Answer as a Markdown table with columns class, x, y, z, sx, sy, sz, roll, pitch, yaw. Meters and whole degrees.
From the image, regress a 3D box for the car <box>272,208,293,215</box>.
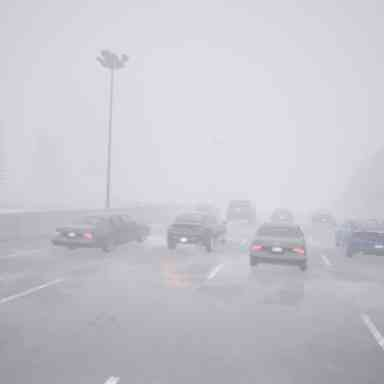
| class | x | y | z | sx | sy | sz | roll | pitch | yaw |
| --- | --- | --- | --- | --- | --- | --- | --- | --- | --- |
| car | 8.336 | 2.183 | 30.752 | 1.994 | 1.385 | 4.181 | 2 | -1 | 16 |

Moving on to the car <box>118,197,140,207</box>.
| class | x | y | z | sx | sy | sz | roll | pitch | yaw |
| --- | --- | --- | --- | --- | --- | --- | --- | --- | --- |
| car | -10.128 | 1.914 | 56.459 | 1.895 | 1.301 | 4.718 | 2 | -1 | 16 |

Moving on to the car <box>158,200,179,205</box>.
| class | x | y | z | sx | sy | sz | roll | pitch | yaw |
| --- | --- | --- | --- | --- | --- | --- | --- | --- | --- |
| car | -3.394 | 2.035 | 54.579 | 1.812 | 1.442 | 4.674 | 2 | -1 | 16 |

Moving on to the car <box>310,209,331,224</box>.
| class | x | y | z | sx | sy | sz | roll | pitch | yaw |
| --- | --- | --- | --- | --- | --- | --- | --- | --- | --- |
| car | 11.843 | 2.254 | 30.298 | 1.812 | 1.442 | 4.674 | 2 | -1 | 16 |

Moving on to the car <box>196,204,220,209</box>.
| class | x | y | z | sx | sy | sz | roll | pitch | yaw |
| --- | --- | --- | --- | --- | --- | --- | --- | --- | --- |
| car | 1.477 | 1.921 | 32.202 | 1.837 | 1.490 | 4.892 | 2 | 0 | 16 |

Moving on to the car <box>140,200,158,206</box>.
| class | x | y | z | sx | sy | sz | roll | pitch | yaw |
| --- | --- | --- | --- | --- | --- | --- | --- | --- | --- |
| car | -6.563 | 1.989 | 56.225 | 1.994 | 1.385 | 4.181 | 2 | -1 | 16 |

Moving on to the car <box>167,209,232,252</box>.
| class | x | y | z | sx | sy | sz | roll | pitch | yaw |
| --- | --- | --- | --- | --- | --- | --- | --- | --- | --- |
| car | 0.358 | 1.683 | 15.027 | 1.837 | 1.490 | 4.892 | 2 | -2 | 16 |

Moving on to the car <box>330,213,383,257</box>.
| class | x | y | z | sx | sy | sz | roll | pitch | yaw |
| --- | --- | --- | --- | --- | --- | --- | --- | --- | --- |
| car | 7.473 | 1.885 | 14.457 | 1.882 | 1.535 | 5.008 | 2 | -1 | 16 |

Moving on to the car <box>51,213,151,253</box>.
| class | x | y | z | sx | sy | sz | roll | pitch | yaw |
| --- | --- | --- | --- | --- | --- | --- | --- | --- | --- |
| car | -3.539 | 1.594 | 14.098 | 2.033 | 1.411 | 5.357 | 2 | -1 | 16 |

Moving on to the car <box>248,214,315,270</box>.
| class | x | y | z | sx | sy | sz | roll | pitch | yaw |
| --- | --- | --- | --- | --- | --- | --- | --- | --- | --- |
| car | 3.201 | 1.791 | 12.218 | 2.033 | 1.411 | 5.357 | 2 | -1 | 16 |

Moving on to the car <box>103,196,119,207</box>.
| class | x | y | z | sx | sy | sz | roll | pitch | yaw |
| --- | --- | --- | --- | --- | --- | --- | --- | --- | --- |
| car | -13.488 | 1.567 | 57.396 | 2.097 | 1.767 | 4.553 | 2 | -1 | 16 |

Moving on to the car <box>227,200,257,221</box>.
| class | x | y | z | sx | sy | sz | roll | pitch | yaw |
| --- | --- | --- | --- | --- | --- | --- | --- | --- | --- |
| car | 4.541 | 1.713 | 30.143 | 2.150 | 2.045 | 5.566 | 2 | 0 | 16 |
